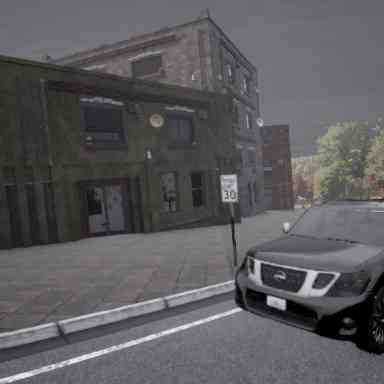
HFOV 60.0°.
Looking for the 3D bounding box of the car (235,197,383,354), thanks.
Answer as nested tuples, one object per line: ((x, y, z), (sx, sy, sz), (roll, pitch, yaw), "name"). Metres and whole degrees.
((3.278, 1.178, 6.490), (5.566, 2.045, 2.150), (-1, 0, -41), "car")

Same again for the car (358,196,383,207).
((28.696, 1.485, 52.850), (1.882, 1.535, 5.008), (-5, -2, -1), "car")

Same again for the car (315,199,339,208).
((24.818, 2.131, 61.435), (1.882, 1.535, 5.008), (-5, -2, -5), "car")
